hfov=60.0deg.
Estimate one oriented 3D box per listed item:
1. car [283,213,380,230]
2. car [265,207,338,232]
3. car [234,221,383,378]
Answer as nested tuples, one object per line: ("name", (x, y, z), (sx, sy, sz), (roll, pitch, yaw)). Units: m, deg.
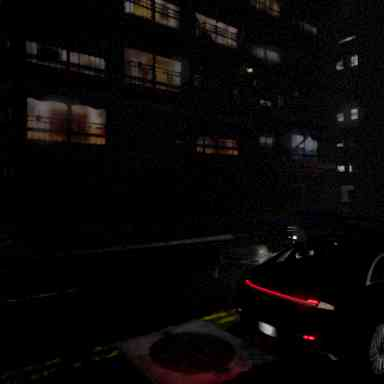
("car", (5.594, 1.609, 11.820), (4.718, 1.301, 1.895), (0, 0, -37))
("car", (5.591, 1.488, 15.871), (5.008, 1.535, 1.882), (0, 0, -37))
("car", (2.902, 1.495, 5.571), (4.902, 1.511, 2.128), (0, 0, -36))
